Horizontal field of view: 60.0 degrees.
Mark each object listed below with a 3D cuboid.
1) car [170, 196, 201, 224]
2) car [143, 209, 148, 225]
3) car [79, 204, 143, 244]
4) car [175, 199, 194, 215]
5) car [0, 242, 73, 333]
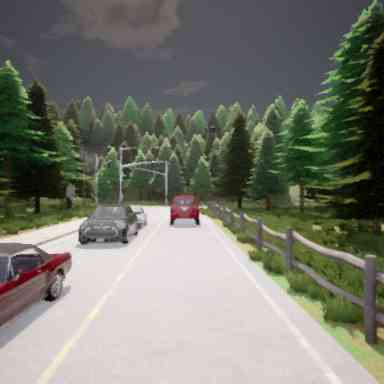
[{"bbox_3d":[-0.532,1.317,25.589,2.150,2.045,5.566,0,0,-1],"label":"car"},{"bbox_3d":[-4.069,1.688,22.046,1.895,1.301,4.718,0,0,-1],"label":"car"},{"bbox_3d":[-3.871,1.419,16.111,2.097,1.767,4.553,0,0,-1],"label":"car"},{"bbox_3d":[-0.923,1.609,36.363,1.882,1.535,5.008,0,0,-3],"label":"car"},{"bbox_3d":[-3.704,1.627,5.618,1.895,1.301,4.718,0,0,-1],"label":"car"}]
